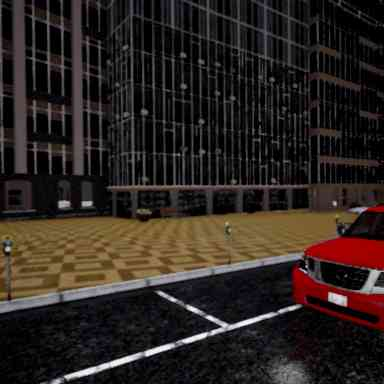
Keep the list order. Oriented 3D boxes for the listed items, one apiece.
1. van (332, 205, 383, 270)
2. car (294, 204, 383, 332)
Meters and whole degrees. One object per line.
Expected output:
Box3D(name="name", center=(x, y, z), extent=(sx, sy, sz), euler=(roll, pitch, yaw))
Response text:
Box3D(name="van", center=(6.728, 1.390, 11.372), extent=(3.998, 1.788, 1.690), euler=(0, -1, -35))
Box3D(name="car", center=(4.431, 1.251, 6.525), extent=(5.566, 2.045, 2.150), euler=(0, 0, -35))
